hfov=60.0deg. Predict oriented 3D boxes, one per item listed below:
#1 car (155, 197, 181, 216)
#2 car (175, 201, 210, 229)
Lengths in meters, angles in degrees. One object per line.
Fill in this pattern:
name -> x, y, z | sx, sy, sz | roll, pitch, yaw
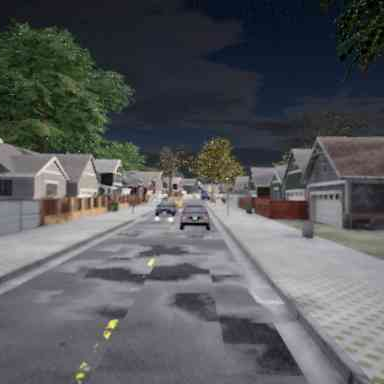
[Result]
car -> -2.436, 1.522, 32.510 | 2.033, 1.411, 5.357 | 1, 0, 1
car -> 0.203, 1.558, 21.554 | 2.033, 1.411, 5.357 | 1, 0, 1
